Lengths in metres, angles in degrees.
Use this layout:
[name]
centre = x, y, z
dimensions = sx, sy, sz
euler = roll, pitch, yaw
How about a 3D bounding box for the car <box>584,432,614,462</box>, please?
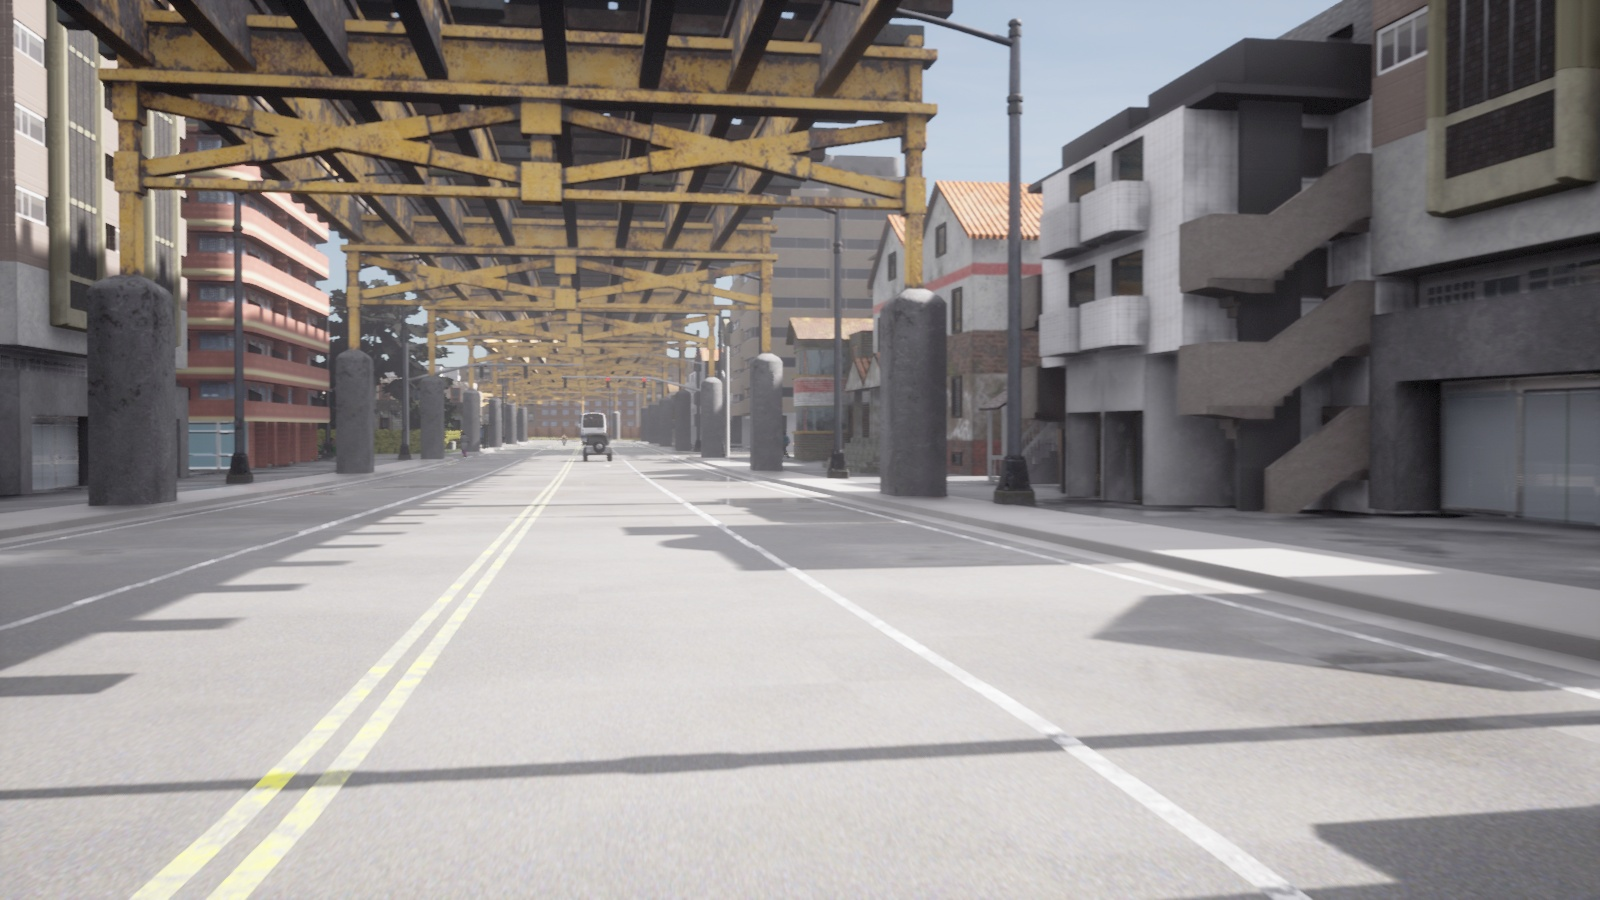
[car]
centre = -13.199, -0.229, 82.571
dimensions = 1.905, 1.878, 3.866
euler = 0, 1, -9
